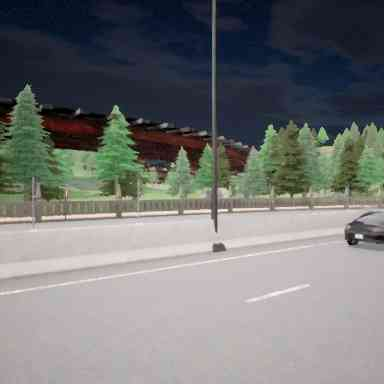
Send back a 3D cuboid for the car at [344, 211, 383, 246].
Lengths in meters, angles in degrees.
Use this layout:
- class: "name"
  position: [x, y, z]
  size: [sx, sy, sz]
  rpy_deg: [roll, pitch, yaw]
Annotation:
- class: "car"
  position: [8.269, 1.533, 14.066]
  size: [4.674, 1.442, 1.812]
  rpy_deg: [0, 0, -35]
